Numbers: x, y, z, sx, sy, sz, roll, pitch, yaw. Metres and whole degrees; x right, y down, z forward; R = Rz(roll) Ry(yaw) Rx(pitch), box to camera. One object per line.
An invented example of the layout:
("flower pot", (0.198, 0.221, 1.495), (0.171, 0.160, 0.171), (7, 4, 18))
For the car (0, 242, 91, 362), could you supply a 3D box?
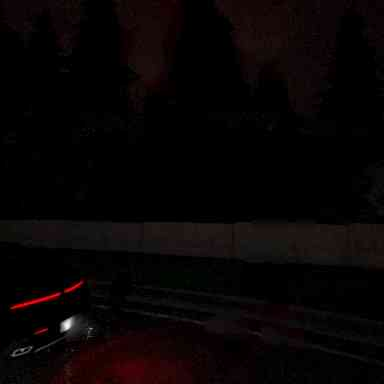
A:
("car", (-3.994, 1.549, 5.260), (4.892, 1.490, 1.837), (0, -1, 18))
